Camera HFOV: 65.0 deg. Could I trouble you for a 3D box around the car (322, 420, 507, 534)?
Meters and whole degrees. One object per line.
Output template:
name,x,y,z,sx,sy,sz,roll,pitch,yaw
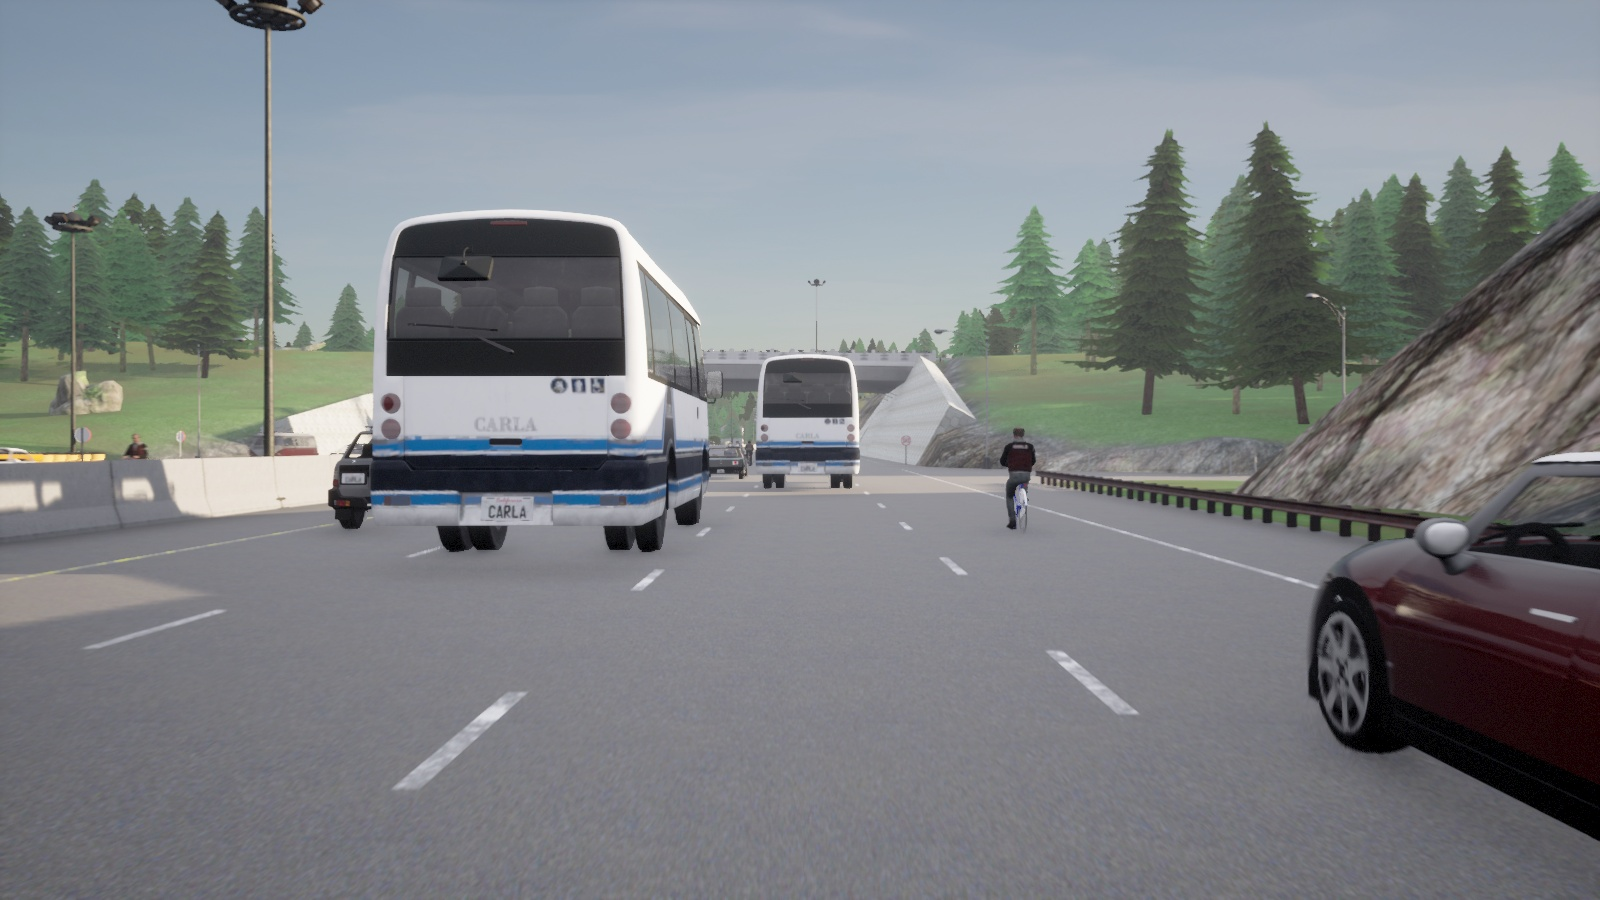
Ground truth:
car,-6.854,0.429,22.870,1.932,1.855,4.605,0,0,0

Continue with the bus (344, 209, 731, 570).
bus,-3.370,-0.745,19.935,3.944,4.253,10.273,0,0,0

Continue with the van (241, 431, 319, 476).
van,-24.152,0.150,58.491,1.775,1.987,4.442,0,0,0

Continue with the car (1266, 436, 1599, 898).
car,3.544,0.686,5.009,1.970,1.475,3.806,0,0,0

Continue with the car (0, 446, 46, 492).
car,-24.268,0.566,38.072,1.481,1.376,2.207,0,0,0

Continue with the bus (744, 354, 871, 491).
bus,0.268,-0.879,44.214,3.944,4.253,10.273,0,0,0

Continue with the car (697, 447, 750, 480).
car,-3.184,0.546,52.925,1.895,1.301,4.718,0,0,0

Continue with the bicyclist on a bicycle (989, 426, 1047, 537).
bicyclist on a bicycle,3.635,0.501,21.074,0.659,1.776,1.843,0,1,0
